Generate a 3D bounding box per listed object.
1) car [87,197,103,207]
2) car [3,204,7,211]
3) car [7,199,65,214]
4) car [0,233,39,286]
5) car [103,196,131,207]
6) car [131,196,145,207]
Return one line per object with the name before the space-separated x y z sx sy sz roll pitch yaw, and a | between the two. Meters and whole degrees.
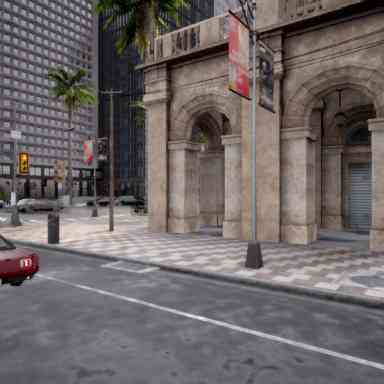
car | -13.928 1.513 51.276 2.161 1.482 4.786 0 0 35
car | -19.276 1.526 38.553 1.812 1.442 4.674 0 0 36
car | -16.622 1.547 36.262 2.033 1.411 5.357 0 0 36
car | -5.828 1.601 8.200 4.718 1.301 1.895 0 0 37
car | -10.596 1.354 50.608 2.097 1.767 4.553 0 0 36
car | -6.507 1.601 50.294 1.895 1.301 4.718 0 0 36
